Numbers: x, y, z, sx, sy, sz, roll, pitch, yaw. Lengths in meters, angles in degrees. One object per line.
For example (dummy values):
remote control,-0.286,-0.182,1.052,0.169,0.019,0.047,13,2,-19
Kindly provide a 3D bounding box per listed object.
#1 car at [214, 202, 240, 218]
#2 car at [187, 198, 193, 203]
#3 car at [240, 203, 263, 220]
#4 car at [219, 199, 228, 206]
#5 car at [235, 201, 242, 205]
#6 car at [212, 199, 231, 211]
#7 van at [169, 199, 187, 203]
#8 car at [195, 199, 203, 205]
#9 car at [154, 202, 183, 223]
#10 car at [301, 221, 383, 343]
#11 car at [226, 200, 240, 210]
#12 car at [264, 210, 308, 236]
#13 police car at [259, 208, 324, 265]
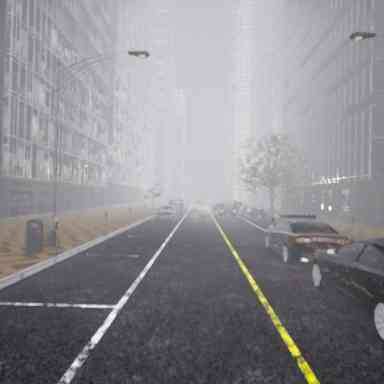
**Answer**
car,3.761,2.064,36.215,1.895,1.301,4.718,1,-1,2
car,-0.732,2.387,90.490,1.887,1.381,4.507,1,0,1
car,6.355,2.045,33.385,2.008,1.369,4.403,1,-1,1
car,7.386,2.473,78.912,1.887,1.381,4.507,1,0,1
car,6.484,2.102,39.076,2.008,1.369,4.403,1,-1,1
car,3.990,2.139,47.693,1.994,1.385,4.181,1,0,1
van,-1.887,1.708,39.273,1.690,1.788,3.998,1,-1,1
car,1.794,2.442,83.371,1.895,1.301,4.718,1,0,1
car,-2.150,1.800,27.890,2.008,1.369,4.403,1,-1,1
car,3.961,1.638,6.607,1.882,1.535,5.008,1,-1,1
car,6.873,2.157,56.149,1.967,1.590,4.097,1,-1,1
car,6.097,1.954,22.004,1.802,1.307,4.206,1,-1,1
police car,4.100,1.654,12.716,1.930,1.638,5.238,1,-1,1
